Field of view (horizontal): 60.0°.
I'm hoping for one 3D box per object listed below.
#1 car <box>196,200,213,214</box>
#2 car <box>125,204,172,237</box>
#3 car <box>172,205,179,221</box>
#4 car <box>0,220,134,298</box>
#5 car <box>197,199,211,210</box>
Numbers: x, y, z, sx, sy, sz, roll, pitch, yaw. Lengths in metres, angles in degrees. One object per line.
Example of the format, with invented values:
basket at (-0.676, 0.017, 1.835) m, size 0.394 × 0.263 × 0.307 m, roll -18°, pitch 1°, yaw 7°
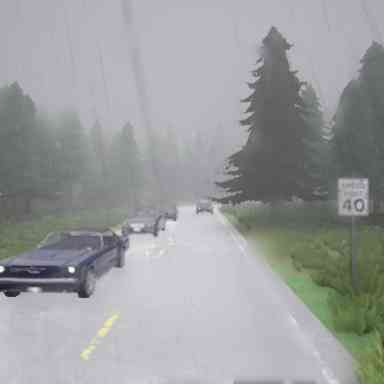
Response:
car at (1.461, 1.861, 38.609) m, size 1.895 × 1.301 × 4.718 m, roll 0°, pitch 0°, yaw 2°
car at (-2.613, 1.618, 18.950) m, size 2.128 × 1.511 × 4.902 m, roll 0°, pitch 0°, yaw 3°
car at (-2.257, 1.758, 28.912) m, size 1.994 × 1.385 × 4.181 m, roll 0°, pitch 0°, yaw 2°
car at (-3.068, 1.660, 8.851) m, size 1.895 × 1.301 × 4.718 m, roll 0°, pitch 0°, yaw 2°
car at (1.823, 1.804, 48.521) m, size 1.882 × 1.535 × 5.008 m, roll 0°, pitch 0°, yaw 3°
